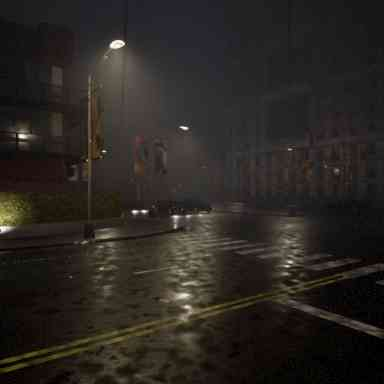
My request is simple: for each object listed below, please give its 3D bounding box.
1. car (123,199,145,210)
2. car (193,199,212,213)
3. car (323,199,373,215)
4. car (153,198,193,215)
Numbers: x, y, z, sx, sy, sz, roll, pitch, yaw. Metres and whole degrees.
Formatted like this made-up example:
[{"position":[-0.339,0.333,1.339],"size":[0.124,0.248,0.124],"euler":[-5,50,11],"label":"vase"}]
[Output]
[{"position":[-7.570,1.564,42.251],"size":[1.994,1.385,4.181],"euler":[0,0,-35],"label":"car"},{"position":[0.228,1.478,37.165],"size":[1.882,1.535,5.008],"euler":[0,0,-35],"label":"car"},{"position":[16.174,1.477,34.778],"size":[1.882,1.535,5.008],"euler":[0,0,-35],"label":"car"},{"position":[-2.295,1.505,34.663],"size":[1.837,1.490,4.892],"euler":[0,0,-35],"label":"car"}]
